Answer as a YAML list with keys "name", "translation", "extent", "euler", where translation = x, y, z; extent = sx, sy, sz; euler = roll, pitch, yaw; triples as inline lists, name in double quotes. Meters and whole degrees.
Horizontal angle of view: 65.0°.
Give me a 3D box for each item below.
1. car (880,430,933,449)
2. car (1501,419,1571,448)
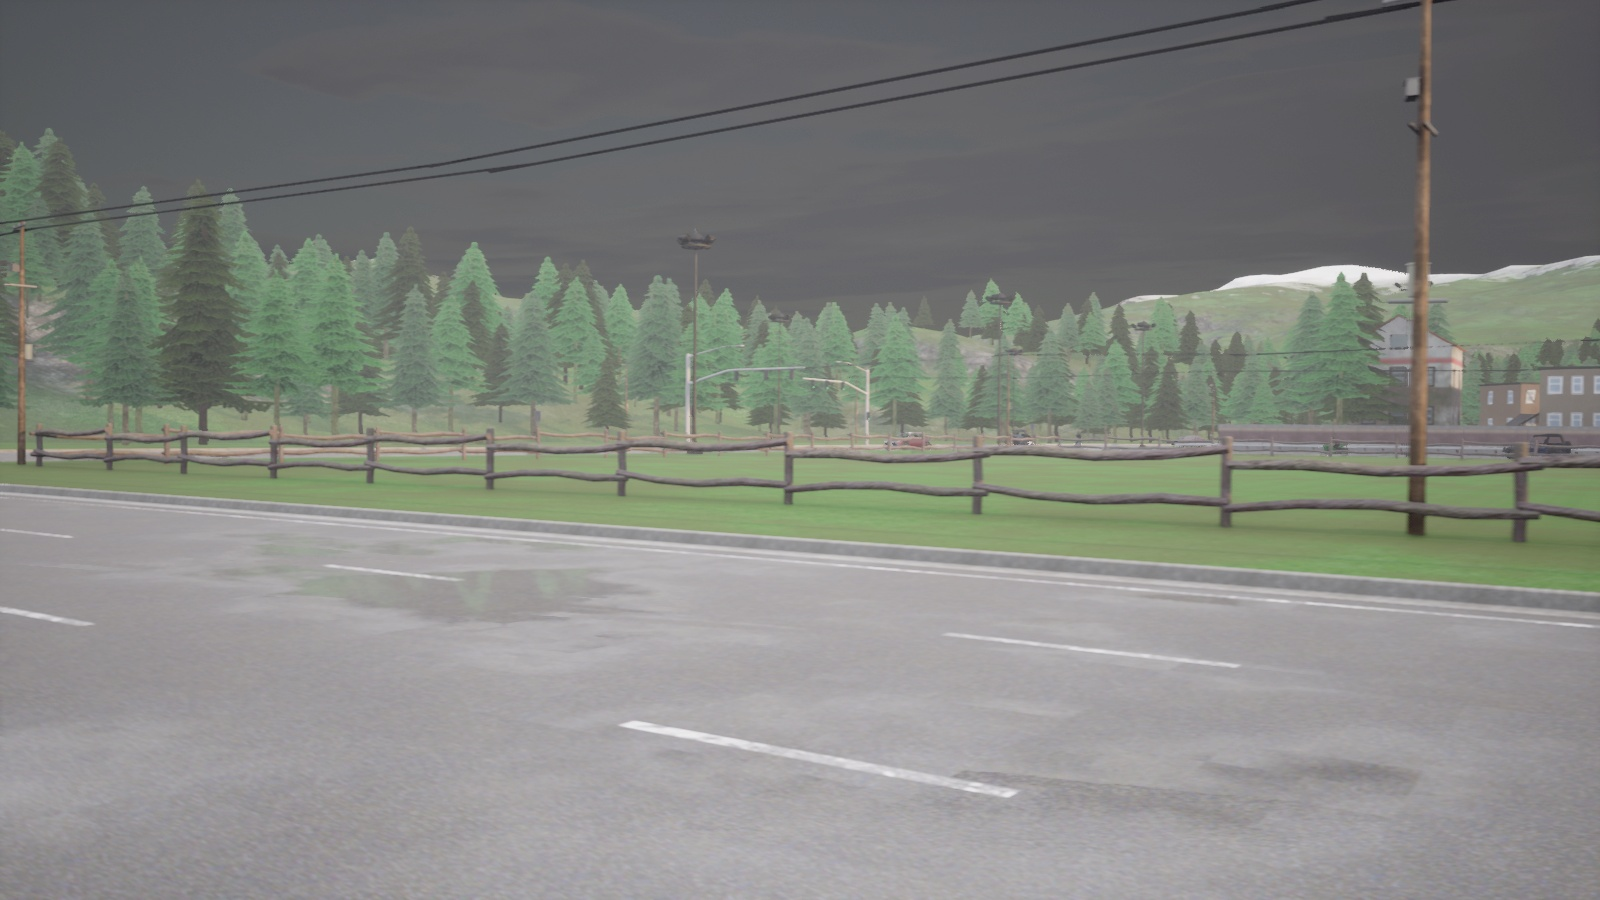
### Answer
- name: "car"
  translation: [8.186, -0.814, 96.262]
  extent: [3.806, 1.475, 1.970]
  euler: [-1, 1, -41]
- name: "car"
  translation: [48.763, -1.064, 83.196]
  extent: [3.866, 1.878, 1.905]
  euler: [0, 1, 34]
